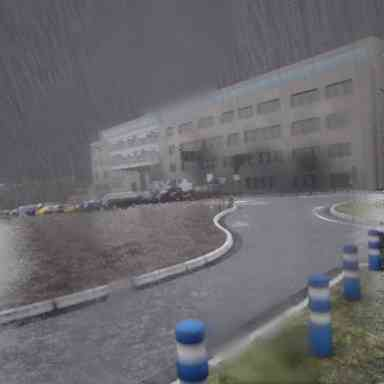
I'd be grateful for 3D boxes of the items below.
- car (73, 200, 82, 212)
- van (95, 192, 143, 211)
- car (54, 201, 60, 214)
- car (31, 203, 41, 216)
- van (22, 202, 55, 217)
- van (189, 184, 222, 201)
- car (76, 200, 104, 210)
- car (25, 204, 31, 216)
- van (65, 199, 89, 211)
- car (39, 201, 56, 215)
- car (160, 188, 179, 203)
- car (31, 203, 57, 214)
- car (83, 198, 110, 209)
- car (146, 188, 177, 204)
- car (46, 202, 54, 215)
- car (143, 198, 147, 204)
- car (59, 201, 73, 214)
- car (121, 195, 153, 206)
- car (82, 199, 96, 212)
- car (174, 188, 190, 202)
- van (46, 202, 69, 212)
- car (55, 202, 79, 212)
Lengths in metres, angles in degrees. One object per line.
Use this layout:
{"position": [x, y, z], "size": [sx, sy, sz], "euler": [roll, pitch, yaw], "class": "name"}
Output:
{"position": [-12.143, 1.561, 42.474], "size": [4.553, 1.767, 2.185], "euler": [-6, 0, -45], "class": "car"}
{"position": [-8.367, 1.082, 38.408], "size": [4.442, 1.987, 1.878], "euler": [-6, 1, -45], "class": "van"}
{"position": [-16.116, 2.144, 46.536], "size": [4.792, 1.488, 2.163], "euler": [-6, 0, -45], "class": "car"}
{"position": [-21.856, 2.729, 52.606], "size": [5.366, 1.575, 1.946], "euler": [-6, 0, -45], "class": "car"}
{"position": [-25.904, 2.939, 56.278], "size": [4.442, 1.987, 1.878], "euler": [-6, 0, -45], "class": "van"}
{"position": [2.295, 0.003, 45.435], "size": [4.442, 1.987, 1.878], "euler": [-6, 1, -45], "class": "van"}
{"position": [-21.170, 2.686, 69.192], "size": [4.892, 1.521, 2.231], "euler": [-6, 0, -45], "class": "car"}
{"position": [-23.895, 2.698, 54.353], "size": [5.566, 2.045, 2.435], "euler": [-6, 0, -45], "class": "car"}
{"position": [-25.175, 2.888, 73.091], "size": [4.442, 1.987, 1.878], "euler": [-6, 0, -45], "class": "van"}
{"position": [-19.944, 2.566, 50.402], "size": [4.674, 1.452, 2.002], "euler": [-6, 0, -45], "class": "car"}
{"position": [-1.697, 0.596, 49.353], "size": [2.097, 1.535, 5.008], "euler": [-6, 0, 45], "class": "car"}
{"position": [-38.733, 4.320, 87.113], "size": [5.566, 2.045, 2.435], "euler": [-6, 0, -45], "class": "car"}
{"position": [-19.252, 2.353, 67.186], "size": [4.553, 1.767, 2.185], "euler": [-6, 0, -45], "class": "car"}
{"position": [-3.653, 0.549, 51.281], "size": [5.566, 2.045, 2.435], "euler": [-6, 0, -45], "class": "car"}
{"position": [-18.081, 2.366, 48.504], "size": [4.674, 1.452, 2.002], "euler": [-6, 0, -45], "class": "car"}
{"position": [-5.575, 1.038, 53.268], "size": [4.792, 1.488, 2.163], "euler": [-6, 0, -45], "class": "car"}
{"position": [-14.321, 1.918, 44.399], "size": [5.366, 1.575, 1.946], "euler": [-6, 0, -45], "class": "car"}
{"position": [-9.436, 1.454, 57.286], "size": [4.792, 1.488, 2.163], "euler": [-6, 0, -45], "class": "car"}
{"position": [-10.207, 1.484, 40.462], "size": [5.008, 1.535, 2.097], "euler": [-6, 0, -45], "class": "car"}
{"position": [0.307, 0.431, 47.359], "size": [4.792, 1.488, 2.163], "euler": [-6, 0, -45], "class": "car"}
{"position": [-32.813, 3.710, 81.209], "size": [4.442, 1.987, 1.878], "euler": [-6, 0, -45], "class": "van"}
{"position": [-28.963, 3.397, 77.172], "size": [4.553, 1.767, 2.185], "euler": [-6, 0, -45], "class": "car"}
